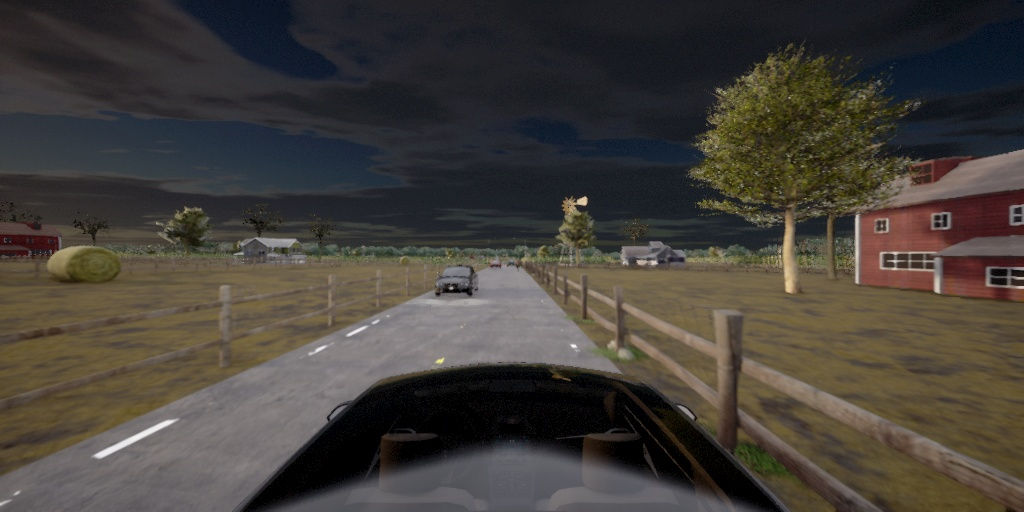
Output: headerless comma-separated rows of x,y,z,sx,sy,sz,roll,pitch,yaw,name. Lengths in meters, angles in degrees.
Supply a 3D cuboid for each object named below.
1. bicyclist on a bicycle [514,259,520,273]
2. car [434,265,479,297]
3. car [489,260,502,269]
0.751,1.264,42.628,0.582,1.620,1.656,0,-1,0,bicyclist on a bicycle
-2.849,1.267,19.234,1.837,1.490,4.892,0,0,0,car
-2.791,1.402,61.397,1.882,1.535,5.008,0,0,1,car
